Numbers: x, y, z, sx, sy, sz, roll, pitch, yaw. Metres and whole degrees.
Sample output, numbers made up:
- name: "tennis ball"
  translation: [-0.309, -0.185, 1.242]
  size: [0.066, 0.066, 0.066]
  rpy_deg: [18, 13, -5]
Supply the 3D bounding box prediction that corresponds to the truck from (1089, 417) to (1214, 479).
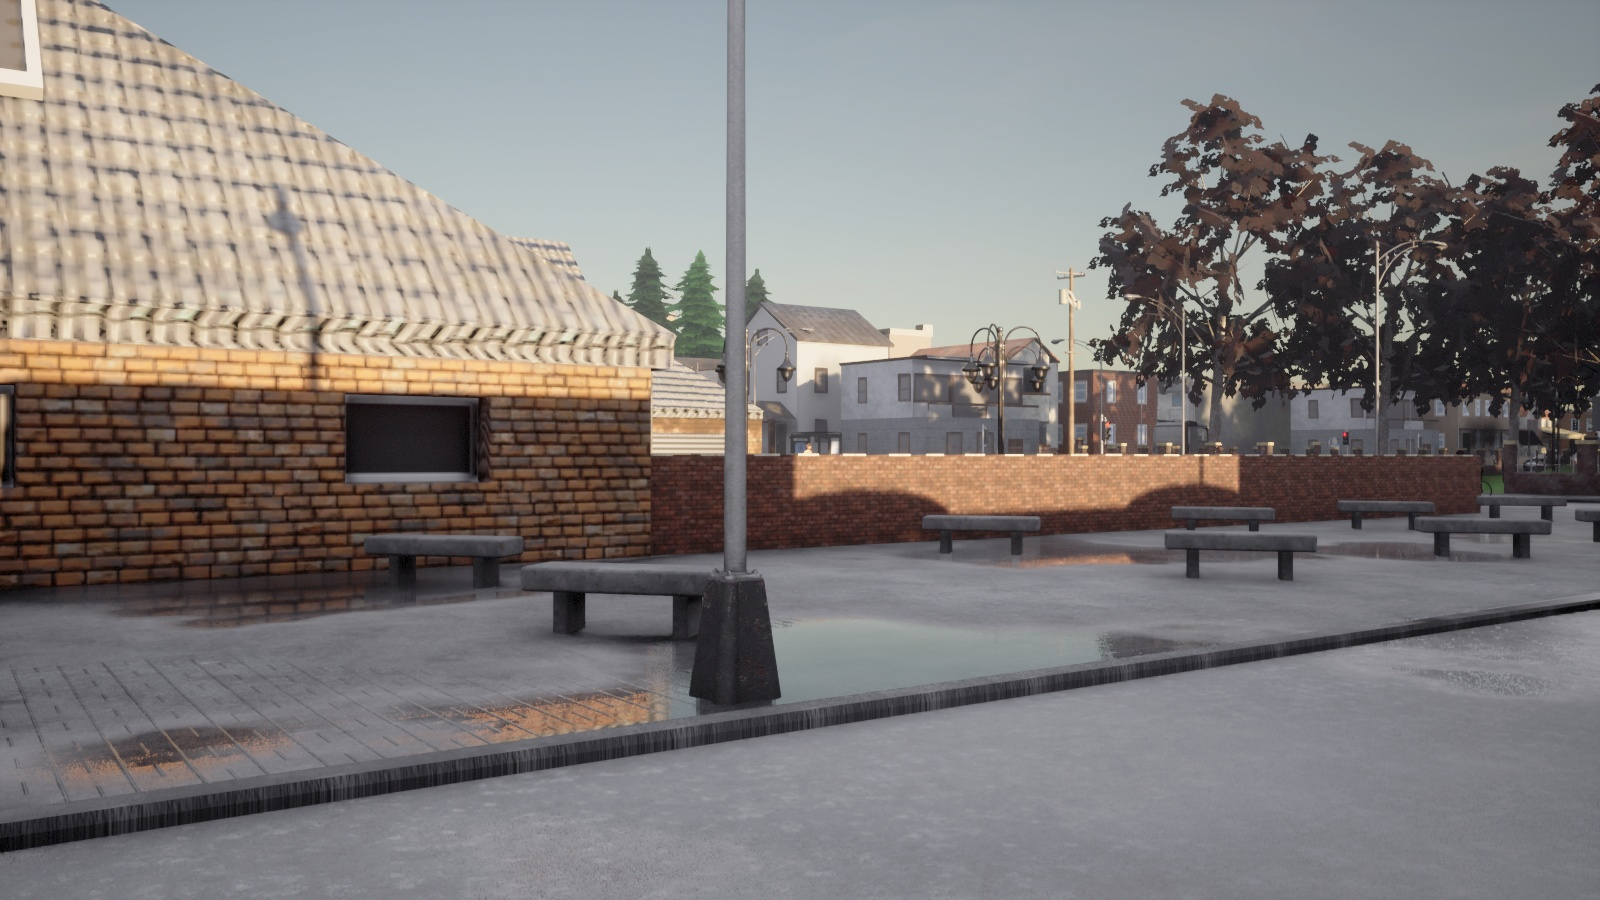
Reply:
- name: "truck"
  translation: [20.808, -0.101, 74.047]
  size: [7.936, 3.462, 2.891]
  rpy_deg: [0, 0, -37]
